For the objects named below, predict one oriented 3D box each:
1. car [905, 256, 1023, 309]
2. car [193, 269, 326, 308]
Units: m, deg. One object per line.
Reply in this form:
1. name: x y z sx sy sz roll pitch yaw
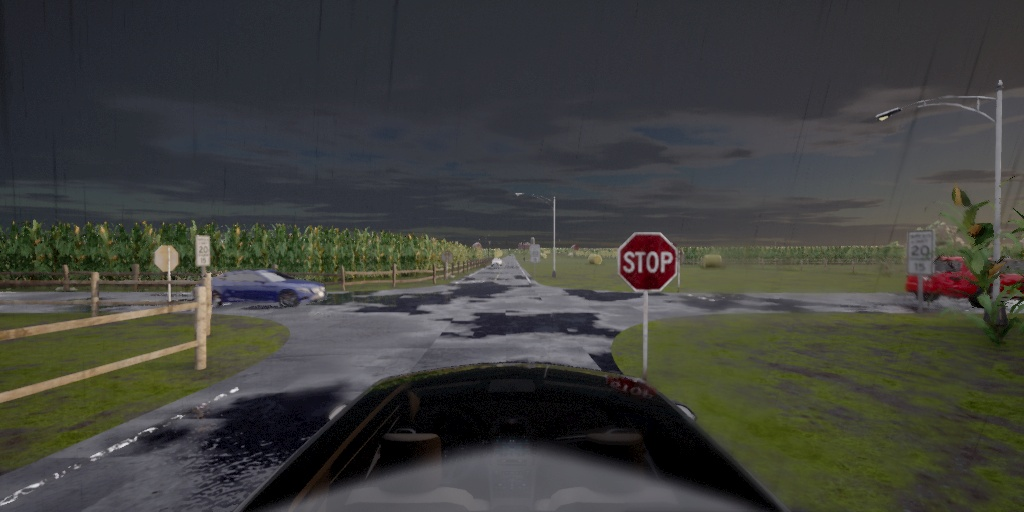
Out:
1. car: 19.841 1.047 14.886 5.566 2.045 2.150 0 1 -1
2. car: -10.023 1.262 14.387 4.674 1.442 1.812 0 1 -1
